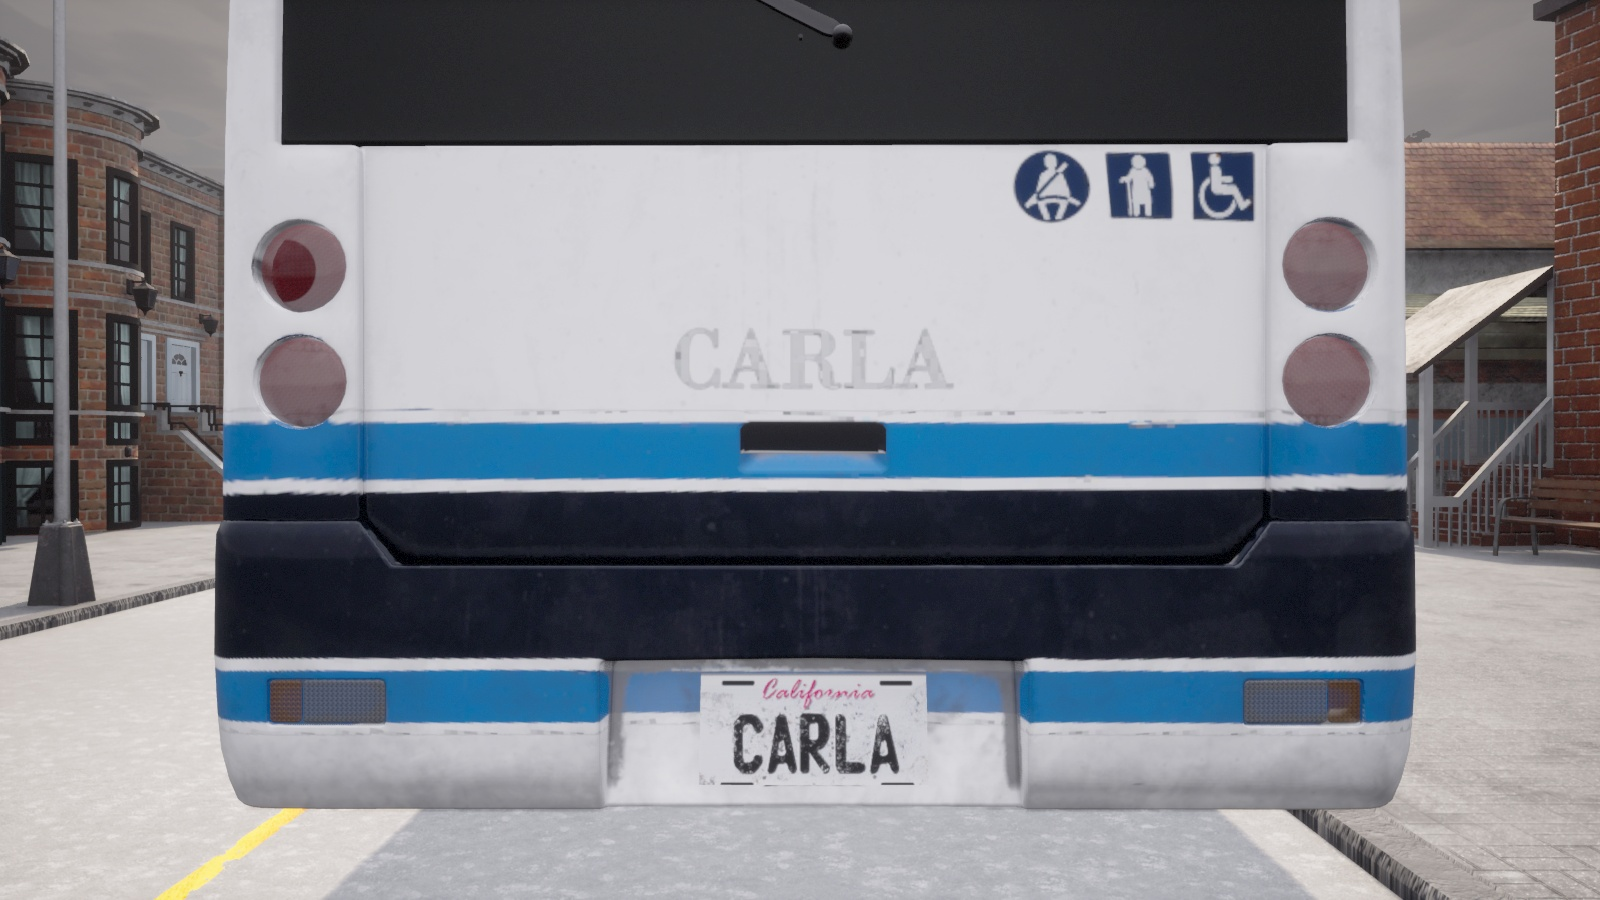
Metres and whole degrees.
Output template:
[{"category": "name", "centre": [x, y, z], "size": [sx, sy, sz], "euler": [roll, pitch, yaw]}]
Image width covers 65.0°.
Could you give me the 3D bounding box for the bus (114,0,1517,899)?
[{"category": "bus", "centre": [0.066, -0.679, 8.669], "size": [3.944, 4.253, 10.273], "euler": [0, 0, 0]}]
